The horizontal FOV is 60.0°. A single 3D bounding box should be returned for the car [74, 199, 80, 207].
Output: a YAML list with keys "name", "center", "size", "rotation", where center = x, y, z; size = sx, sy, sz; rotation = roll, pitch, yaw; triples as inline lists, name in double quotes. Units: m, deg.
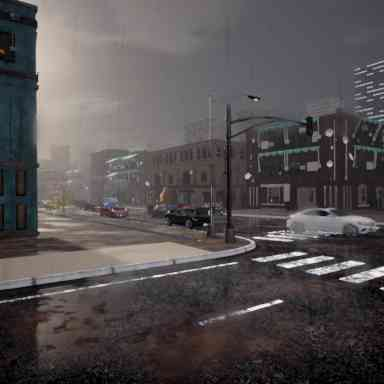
- name: "car"
  center: [-20.440, 2.192, 62.288]
  size: [1.812, 1.442, 4.674]
  rotation: [-1, 0, -35]

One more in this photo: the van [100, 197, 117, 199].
- name: "van"
  center: [-14.298, 1.907, 58.090]
  size: [1.690, 1.788, 3.998]
  rotation: [-1, 0, -35]

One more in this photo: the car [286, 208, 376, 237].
- name: "car"
  center: [7.474, 1.592, 18.291]
  size: [1.812, 1.442, 4.674]
  rotation: [0, -2, -43]

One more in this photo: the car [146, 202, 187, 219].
- name: "car"
  center: [-2.203, 1.849, 31.076]
  size: [2.033, 1.411, 5.357]
  rotation: [-1, 0, -35]

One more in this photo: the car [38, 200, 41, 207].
- name: "car"
  center: [-30.738, 2.376, 66.778]
  size: [2.008, 1.369, 4.403]
  rotation: [-1, 0, -35]

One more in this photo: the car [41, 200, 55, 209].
- name: "car"
  center: [-24.231, 2.233, 57.612]
  size: [1.752, 1.417, 4.829]
  rotation: [-1, 0, -35]

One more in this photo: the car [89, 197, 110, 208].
- name: "car"
  center: [-17.503, 1.940, 62.603]
  size: [2.192, 1.841, 5.009]
  rotation: [-1, 0, -35]

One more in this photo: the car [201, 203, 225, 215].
- name: "car"
  center: [1.728, 1.810, 35.524]
  size: [2.008, 1.369, 4.403]
  rotation: [-2, 0, -35]

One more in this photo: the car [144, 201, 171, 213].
- name: "car"
  center: [-4.679, 1.966, 44.550]
  size: [1.802, 1.307, 4.206]
  rotation: [-2, 0, -35]

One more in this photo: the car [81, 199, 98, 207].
- name: "car"
  center: [-20.702, 2.228, 67.117]
  size: [1.887, 1.381, 4.507]
  rotation: [-1, 0, -35]

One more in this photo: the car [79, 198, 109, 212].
- name: "car"
  center: [-13.954, 2.023, 47.696]
  size: [2.128, 1.511, 4.902]
  rotation: [-1, 0, -35]

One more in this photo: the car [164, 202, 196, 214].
- name: "car"
  center: [-1.476, 1.904, 40.037]
  size: [1.802, 1.307, 4.206]
  rotation: [-2, 0, -35]

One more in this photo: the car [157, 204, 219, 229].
- name: "car"
  center: [-0.374, 1.815, 23.799]
  size: [1.947, 1.339, 4.313]
  rotation: [-1, 0, -35]

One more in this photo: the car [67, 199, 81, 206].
- name: "car"
  center: [-27.110, 2.364, 76.144]
  size: [1.947, 1.339, 4.313]
  rotation: [-1, 0, -35]

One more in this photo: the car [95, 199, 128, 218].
- name: "car"
  center: [-8.311, 1.846, 35.184]
  size: [1.967, 1.590, 4.097]
  rotation: [-1, 0, -35]
